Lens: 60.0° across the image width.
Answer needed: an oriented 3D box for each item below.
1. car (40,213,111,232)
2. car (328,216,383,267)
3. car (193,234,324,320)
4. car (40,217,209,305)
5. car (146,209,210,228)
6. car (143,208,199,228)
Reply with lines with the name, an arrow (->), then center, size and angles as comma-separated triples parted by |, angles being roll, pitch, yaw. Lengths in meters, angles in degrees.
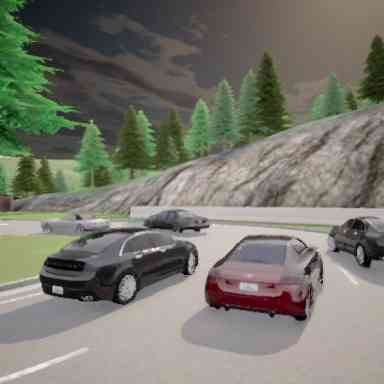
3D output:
car -> -7.928, 2.103, 22.439 | 4.718, 1.301, 1.895 | -1, -1, 25
car -> 6.306, 1.605, 11.697 | 1.837, 1.490, 4.892 | 0, -2, 6
car -> 1.877, 1.671, 7.736 | 1.994, 1.385, 4.181 | -1, -1, 26
car -> -1.509, 1.683, 8.712 | 1.837, 1.490, 4.892 | -1, 0, 28
car -> -1.157, 1.943, 22.336 | 2.033, 1.411, 5.357 | 0, -1, -42
car -> -1.707, 2.043, 26.890 | 4.181, 1.385, 1.994 | -2, -1, 33
